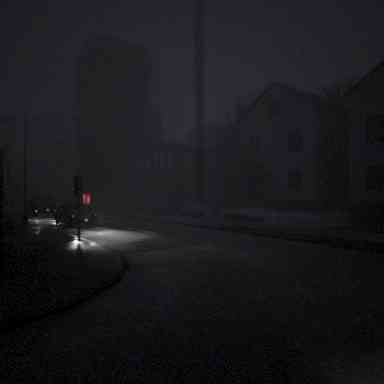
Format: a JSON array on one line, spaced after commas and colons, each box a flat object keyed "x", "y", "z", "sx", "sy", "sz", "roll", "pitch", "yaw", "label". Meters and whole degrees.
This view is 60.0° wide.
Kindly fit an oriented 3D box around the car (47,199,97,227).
[{"x": -8.128, "y": 1.517, "z": 23.042, "sx": 2.128, "sy": 1.511, "sz": 4.902, "roll": 0, "pitch": 0, "yaw": -36, "label": "car"}]

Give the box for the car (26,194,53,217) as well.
[{"x": -14.367, "y": 1.248, "z": 31.683, "sx": 2.150, "sy": 2.045, "sz": 5.566, "roll": 0, "pitch": 0, "yaw": -36, "label": "car"}]
